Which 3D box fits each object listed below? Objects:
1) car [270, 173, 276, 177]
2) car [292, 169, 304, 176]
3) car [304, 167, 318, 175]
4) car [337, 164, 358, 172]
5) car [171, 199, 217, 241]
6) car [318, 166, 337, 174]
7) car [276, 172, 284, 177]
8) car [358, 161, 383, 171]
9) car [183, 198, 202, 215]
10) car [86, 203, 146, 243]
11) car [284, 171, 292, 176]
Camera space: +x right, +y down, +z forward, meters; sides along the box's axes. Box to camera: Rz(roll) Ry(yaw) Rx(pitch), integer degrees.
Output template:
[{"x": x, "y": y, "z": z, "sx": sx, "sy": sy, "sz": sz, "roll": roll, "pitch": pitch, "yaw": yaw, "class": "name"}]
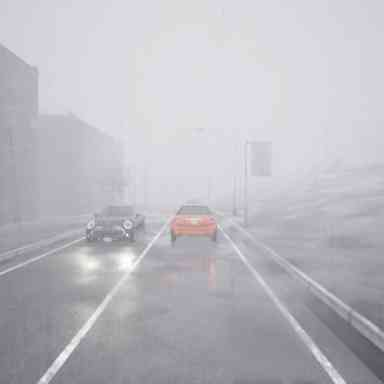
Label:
[{"x": 21.696, "y": -4.049, "z": 82.844, "sx": 2.231, "sy": 1.521, "sz": 4.892, "roll": 0, "pitch": 1, "yaw": -1, "class": "car"}, {"x": 22.418, "y": -3.772, "z": 66.248, "sx": 2.097, "sy": 1.535, "sz": 5.008, "roll": 0, "pitch": 1, "yaw": -4, "class": "car"}, {"x": 22.888, "y": -3.796, "z": 60.742, "sx": 2.185, "sy": 1.767, "sz": 4.553, "roll": 0, "pitch": 1, "yaw": -5, "class": "car"}, {"x": 24.215, "y": -3.425, "z": 49.578, "sx": 2.002, "sy": 1.452, "sz": 4.674, "roll": 0, "pitch": 1, "yaw": -7, "class": "car"}, {"x": 0.092, "y": 1.347, "z": 16.713, "sx": 2.097, "sy": 1.767, "sz": 4.553, "roll": 0, "pitch": 0, "yaw": 0, "class": "car"}, {"x": 23.511, "y": -3.537, "z": 55.052, "sx": 2.163, "sy": 1.488, "sz": 4.792, "roll": 0, "pitch": 1, "yaw": -6, "class": "car"}, {"x": 21.827, "y": -3.971, "z": 77.326, "sx": 2.231, "sy": 1.521, "sz": 4.892, "roll": 0, "pitch": 1, "yaw": -1, "class": "car"}, {"x": 25.023, "y": -3.364, "z": 44.217, "sx": 2.231, "sy": 1.521, "sz": 4.892, "roll": 0, "pitch": 1, "yaw": -9, "class": "car"}, {"x": 0.085, "y": 1.466, "z": 35.470, "sx": 1.882, "sy": 1.535, "sz": 5.008, "roll": 0, "pitch": 0, "yaw": 0, "class": "car"}, {"x": -3.507, "y": 1.388, "z": 16.036, "sx": 2.097, "sy": 1.767, "sz": 4.553, "roll": 0, "pitch": 0, "yaw": 0, "class": "car"}, {"x": 22.063, "y": -3.834, "z": 71.784, "sx": 2.002, "sy": 1.452, "sz": 4.674, "roll": 0, "pitch": 1, "yaw": -3, "class": "car"}]
